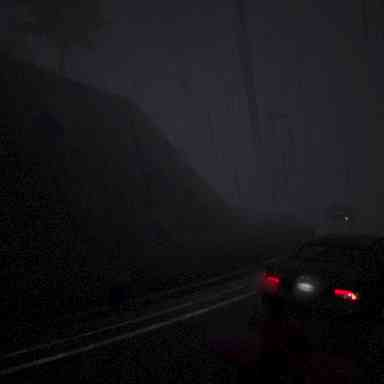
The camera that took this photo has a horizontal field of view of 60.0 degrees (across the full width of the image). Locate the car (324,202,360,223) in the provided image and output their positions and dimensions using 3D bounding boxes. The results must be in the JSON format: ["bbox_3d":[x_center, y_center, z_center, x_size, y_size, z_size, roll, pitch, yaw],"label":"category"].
[{"bbox_3d":[12.549,1.834,28.325,1.837,1.490,4.892,0,-1,11],"label":"car"}]

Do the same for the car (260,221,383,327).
[{"bbox_3d":[3.518,1.635,7.341,2.033,1.411,5.357,-1,-1,41],"label":"car"}]

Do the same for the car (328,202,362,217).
[{"bbox_3d":[17.288,1.918,37.933,1.882,1.535,5.008,0,-1,4],"label":"car"}]
